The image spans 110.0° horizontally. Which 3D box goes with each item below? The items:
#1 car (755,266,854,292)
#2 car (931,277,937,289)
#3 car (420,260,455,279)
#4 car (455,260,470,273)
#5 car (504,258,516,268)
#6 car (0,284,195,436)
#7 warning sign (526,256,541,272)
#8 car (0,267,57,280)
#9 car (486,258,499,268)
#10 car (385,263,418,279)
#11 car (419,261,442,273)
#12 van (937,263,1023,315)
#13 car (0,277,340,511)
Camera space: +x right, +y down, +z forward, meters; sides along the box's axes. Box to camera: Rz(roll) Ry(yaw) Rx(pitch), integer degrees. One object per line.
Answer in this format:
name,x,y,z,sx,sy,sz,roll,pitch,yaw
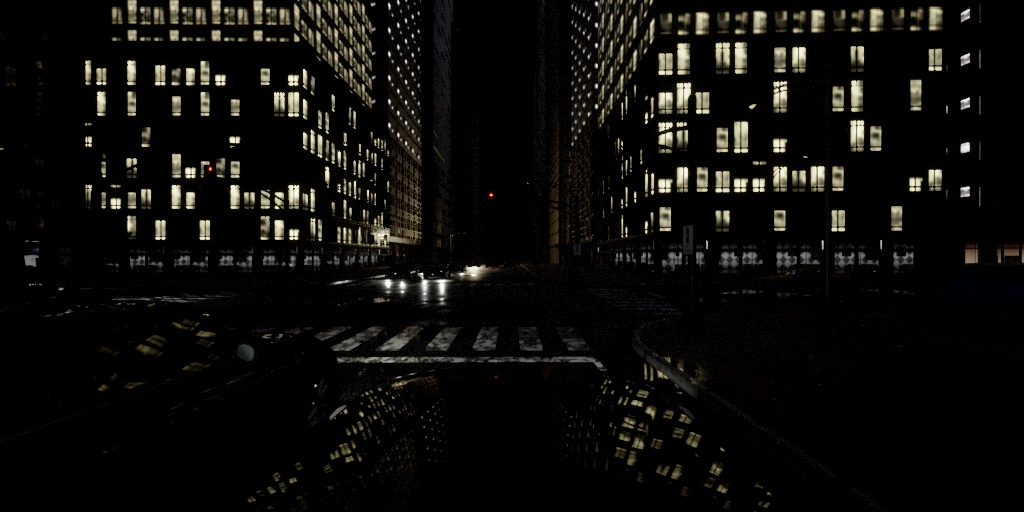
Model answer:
car,16.966,1.293,20.949,4.829,1.417,1.751,0,0,2
car,26.803,1.356,20.528,4.207,1.307,1.802,0,0,2
car,-6.798,1.304,32.963,1.812,1.442,4.674,0,0,0
car,-6.876,1.281,45.069,1.882,1.535,5.008,0,0,0
car,-0.397,1.424,63.840,1.994,1.385,4.181,0,0,0
car,-6.613,1.255,4.012,1.837,1.490,4.892,0,0,0
warning sign,2.600,0.909,40.844,1.300,1.860,1.060,0,0,0
car,-23.088,1.249,16.399,4.902,1.511,2.128,0,0,0
car,-3.541,1.212,63.660,2.097,1.767,4.553,0,0,-1
car,-10.049,1.342,32.807,1.994,1.385,4.181,0,0,0
car,-10.124,1.366,44.783,1.994,1.385,4.181,0,0,0
van,18.289,1.119,12.786,3.998,1.789,1.690,0,0,2
car,-3.155,1.102,2.569,2.097,1.767,4.553,0,0,0
